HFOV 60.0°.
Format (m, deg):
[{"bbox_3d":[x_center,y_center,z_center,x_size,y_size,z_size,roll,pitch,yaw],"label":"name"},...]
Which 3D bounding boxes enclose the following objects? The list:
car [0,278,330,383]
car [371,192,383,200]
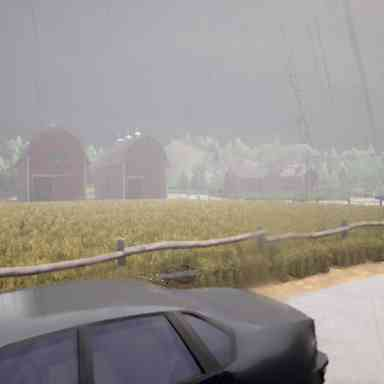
[{"bbox_3d":[-1.179,1.547,2.622,5.357,1.411,2.033,0,0,-34],"label":"car"},{"bbox_3d":[40.060,0.842,68.102,2.242,1.667,4.611,-1,0,-32],"label":"car"}]
